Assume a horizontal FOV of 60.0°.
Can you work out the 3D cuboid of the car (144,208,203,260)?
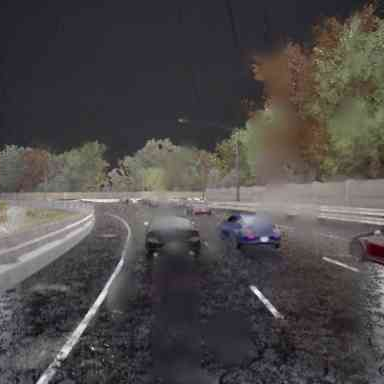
[{"bbox_3d":[-0.857,1.599,13.101,1.882,1.535,5.008,0,-1,-7],"label":"car"}]

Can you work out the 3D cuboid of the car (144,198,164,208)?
[{"bbox_3d":[-6.200,2.134,56.069,1.895,1.301,4.718,0,-1,-19],"label":"car"}]

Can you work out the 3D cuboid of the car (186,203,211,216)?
[{"bbox_3d":[0.620,1.880,36.711,1.994,1.385,4.181,0,-1,-18],"label":"car"}]

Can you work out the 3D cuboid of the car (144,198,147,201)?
[{"bbox_3d":[-9.687,2.096,77.032,2.097,1.767,4.553,0,0,5],"label":"car"}]

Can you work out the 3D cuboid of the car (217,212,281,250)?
[{"bbox_3d":[2.424,1.639,14.866,1.812,1.442,4.674,0,-1,-8],"label":"car"}]

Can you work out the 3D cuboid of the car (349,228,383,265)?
[{"bbox_3d":[6.514,1.603,9.797,1.994,1.385,4.181,0,-1,-5],"label":"car"}]
